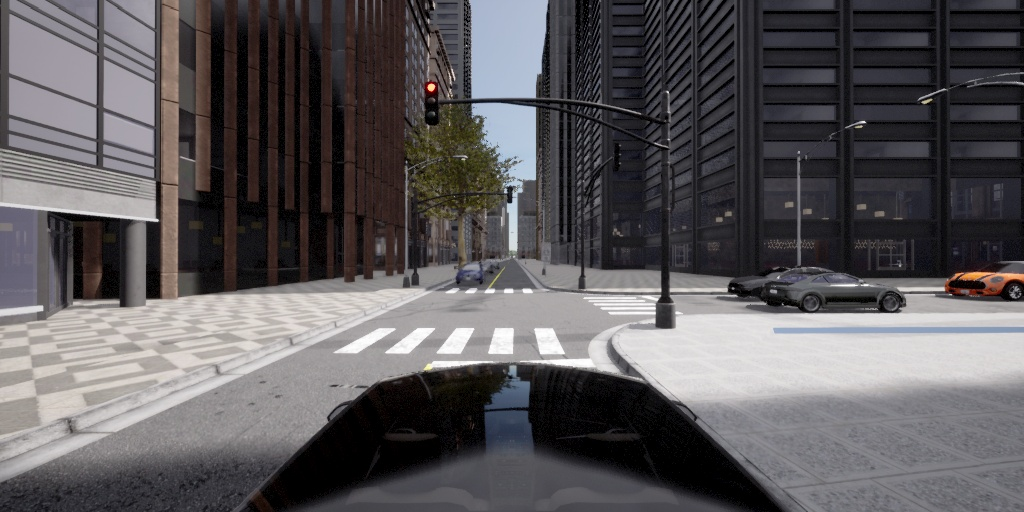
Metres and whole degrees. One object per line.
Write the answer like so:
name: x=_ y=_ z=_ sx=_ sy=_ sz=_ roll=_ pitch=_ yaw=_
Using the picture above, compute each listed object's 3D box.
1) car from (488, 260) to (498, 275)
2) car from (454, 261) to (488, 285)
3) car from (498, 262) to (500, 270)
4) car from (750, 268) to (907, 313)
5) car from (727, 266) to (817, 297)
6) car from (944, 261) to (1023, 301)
car: x=-2.990 y=1.254 z=39.552 sx=2.128 sy=1.511 sz=4.902 roll=0 pitch=0 yaw=0
car: x=-2.998 y=1.279 z=26.498 sx=1.812 sy=1.442 sz=4.674 roll=0 pitch=0 yaw=-1
car: x=-2.921 y=1.357 z=54.757 sx=1.994 sy=1.385 sz=4.181 roll=0 pitch=0 yaw=0
car: x=11.556 y=1.257 z=13.090 sx=4.181 sy=1.385 sz=1.994 roll=0 pitch=0 yaw=0
car: x=12.413 y=1.207 z=16.191 sx=4.892 sy=1.490 sz=1.837 roll=0 pitch=0 yaw=0
car: x=22.696 y=1.017 z=16.186 sx=4.553 sy=1.767 sz=2.097 roll=0 pitch=0 yaw=0
